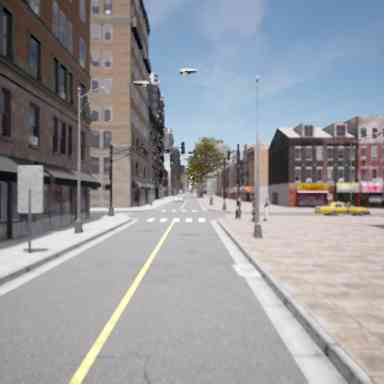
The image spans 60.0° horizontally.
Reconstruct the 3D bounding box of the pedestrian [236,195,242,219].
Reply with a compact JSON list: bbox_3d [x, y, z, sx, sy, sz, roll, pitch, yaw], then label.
[{"bbox_3d":[3.513,1.108,25.232,0.375,1.860,0.375,0,0,0],"label":"pedestrian"}]

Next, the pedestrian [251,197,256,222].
[{"bbox_3d":[4.507,1.259,24.031,0.375,1.860,0.375,0,0,0],"label":"pedestrian"}]

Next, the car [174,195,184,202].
[{"bbox_3d":[-2.741,1.394,68.647,1.812,1.442,4.674,0,0,0],"label":"car"}]

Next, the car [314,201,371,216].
[{"bbox_3d":[13.894,1.557,30.806,4.829,1.417,1.752,0,-1,0],"label":"car"}]

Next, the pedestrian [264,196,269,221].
[{"bbox_3d":[5.513,1.245,24.631,0.375,1.860,0.375,0,0,0],"label":"pedestrian"}]
